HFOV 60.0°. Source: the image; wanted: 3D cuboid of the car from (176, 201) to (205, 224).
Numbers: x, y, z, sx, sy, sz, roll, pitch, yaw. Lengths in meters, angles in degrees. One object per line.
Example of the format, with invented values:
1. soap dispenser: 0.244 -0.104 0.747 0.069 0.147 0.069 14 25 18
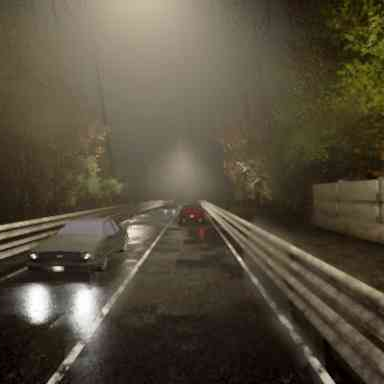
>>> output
1. car: 0.012 1.566 25.878 1.882 1.535 5.008 0 0 0

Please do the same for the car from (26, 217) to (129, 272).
1. car: -3.375 1.552 11.055 2.033 1.411 5.357 0 0 0

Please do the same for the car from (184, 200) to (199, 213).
1. car: -0.006 1.813 42.437 1.812 1.442 4.674 0 -1 0

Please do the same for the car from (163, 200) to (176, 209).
1. car: -3.434 2.029 52.820 1.994 1.385 4.181 0 -1 0
